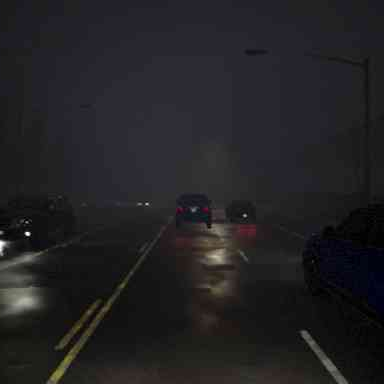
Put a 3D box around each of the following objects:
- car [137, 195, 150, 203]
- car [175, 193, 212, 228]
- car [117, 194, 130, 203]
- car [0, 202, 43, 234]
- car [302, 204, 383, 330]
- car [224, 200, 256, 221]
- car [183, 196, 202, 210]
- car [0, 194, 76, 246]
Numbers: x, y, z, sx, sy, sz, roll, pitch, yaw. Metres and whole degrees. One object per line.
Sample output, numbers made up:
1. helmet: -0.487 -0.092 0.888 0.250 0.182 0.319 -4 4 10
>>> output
1. car: -8.388 1.245 57.711 1.994 1.385 4.181 0 0 -8
2. car: 0.089 1.088 21.166 2.150 2.045 5.566 0 0 0
3. car: -12.291 1.050 59.899 2.097 1.767 4.553 0 -1 -10
4. car: -10.601 1.403 19.240 1.812 1.442 4.674 0 0 0
5. car: 3.600 1.187 5.290 2.150 2.045 5.566 0 0 0
6. car: 3.597 1.346 25.036 1.837 1.490 4.892 0 0 0
7. car: 0.074 1.235 40.491 2.128 1.511 4.902 0 0 0
8. car: -7.102 1.125 15.073 2.150 2.045 5.566 0 0 0
